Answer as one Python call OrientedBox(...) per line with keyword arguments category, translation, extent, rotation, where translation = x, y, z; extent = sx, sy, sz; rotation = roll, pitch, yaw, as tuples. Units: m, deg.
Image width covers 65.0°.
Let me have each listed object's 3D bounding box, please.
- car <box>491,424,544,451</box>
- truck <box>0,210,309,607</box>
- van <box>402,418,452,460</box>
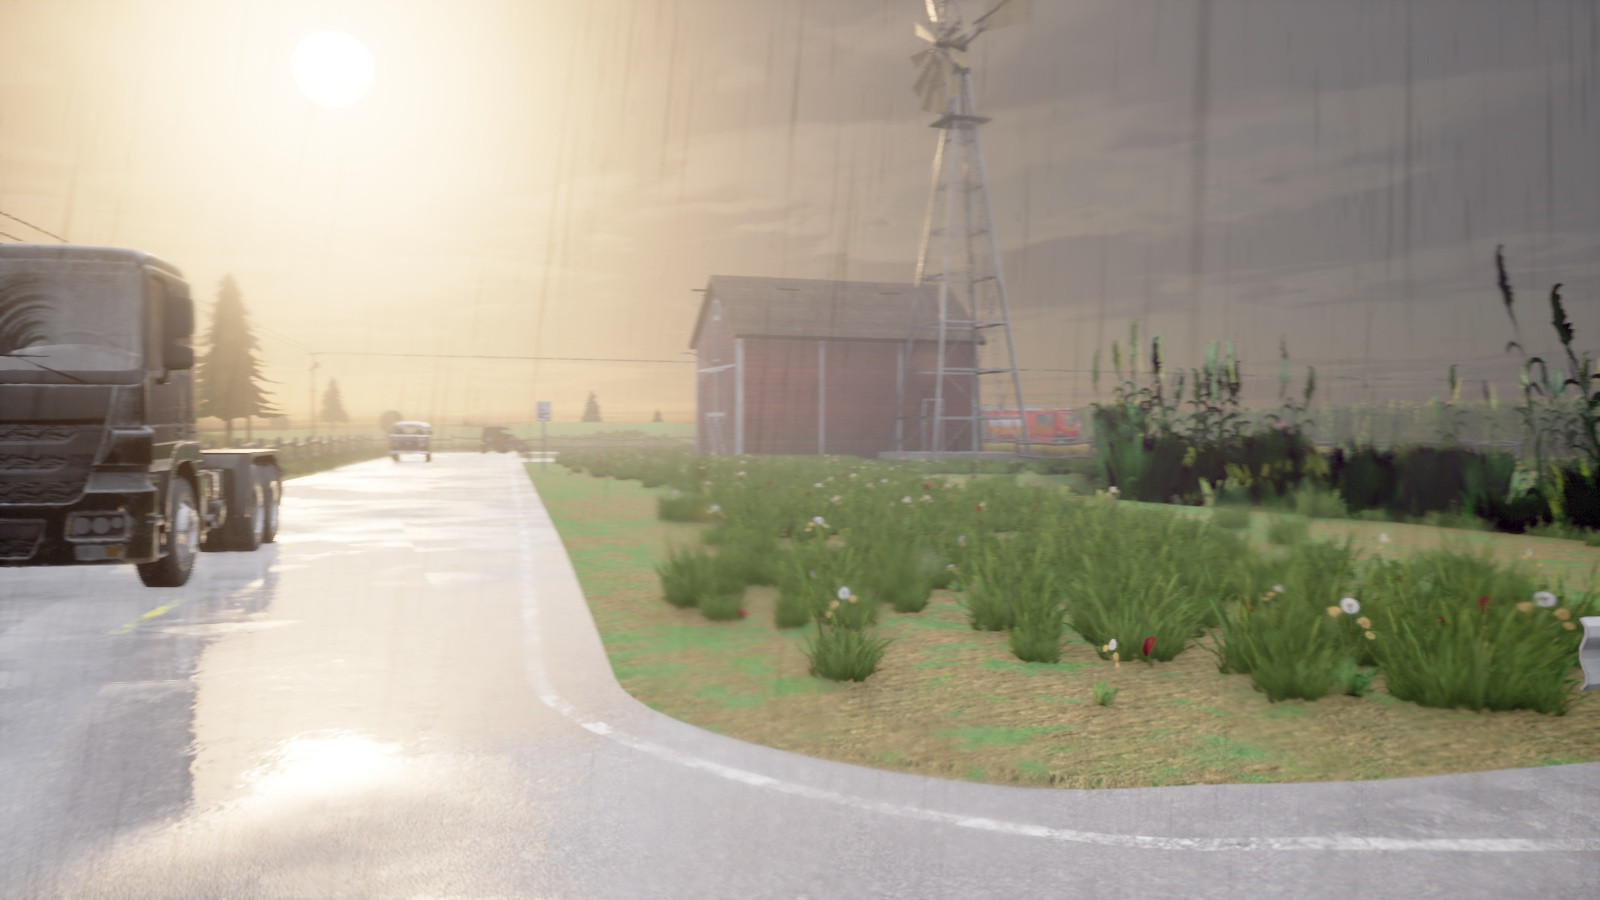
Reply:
OrientedBox(category="car", translation=(-19.717, -0.869, 87.805), extent=(1.905, 1.878, 3.866), rotation=(0, 1, 17))
OrientedBox(category="truck", translation=(-7.997, -0.429, 14.793), extent=(2.891, 3.462, 7.936), rotation=(0, 1, -12))
OrientedBox(category="van", translation=(-18.733, -0.561, 63.197), extent=(2.069, 2.038, 4.480), rotation=(0, 1, -12))
